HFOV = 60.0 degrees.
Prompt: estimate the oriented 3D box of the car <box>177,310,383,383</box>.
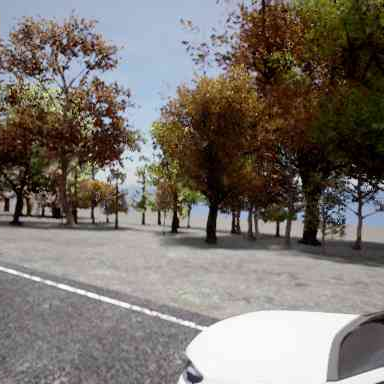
[{"bbox_3d":[2.033,1.530,2.241,4.674,1.442,1.812,1,0,35],"label":"car"}]
